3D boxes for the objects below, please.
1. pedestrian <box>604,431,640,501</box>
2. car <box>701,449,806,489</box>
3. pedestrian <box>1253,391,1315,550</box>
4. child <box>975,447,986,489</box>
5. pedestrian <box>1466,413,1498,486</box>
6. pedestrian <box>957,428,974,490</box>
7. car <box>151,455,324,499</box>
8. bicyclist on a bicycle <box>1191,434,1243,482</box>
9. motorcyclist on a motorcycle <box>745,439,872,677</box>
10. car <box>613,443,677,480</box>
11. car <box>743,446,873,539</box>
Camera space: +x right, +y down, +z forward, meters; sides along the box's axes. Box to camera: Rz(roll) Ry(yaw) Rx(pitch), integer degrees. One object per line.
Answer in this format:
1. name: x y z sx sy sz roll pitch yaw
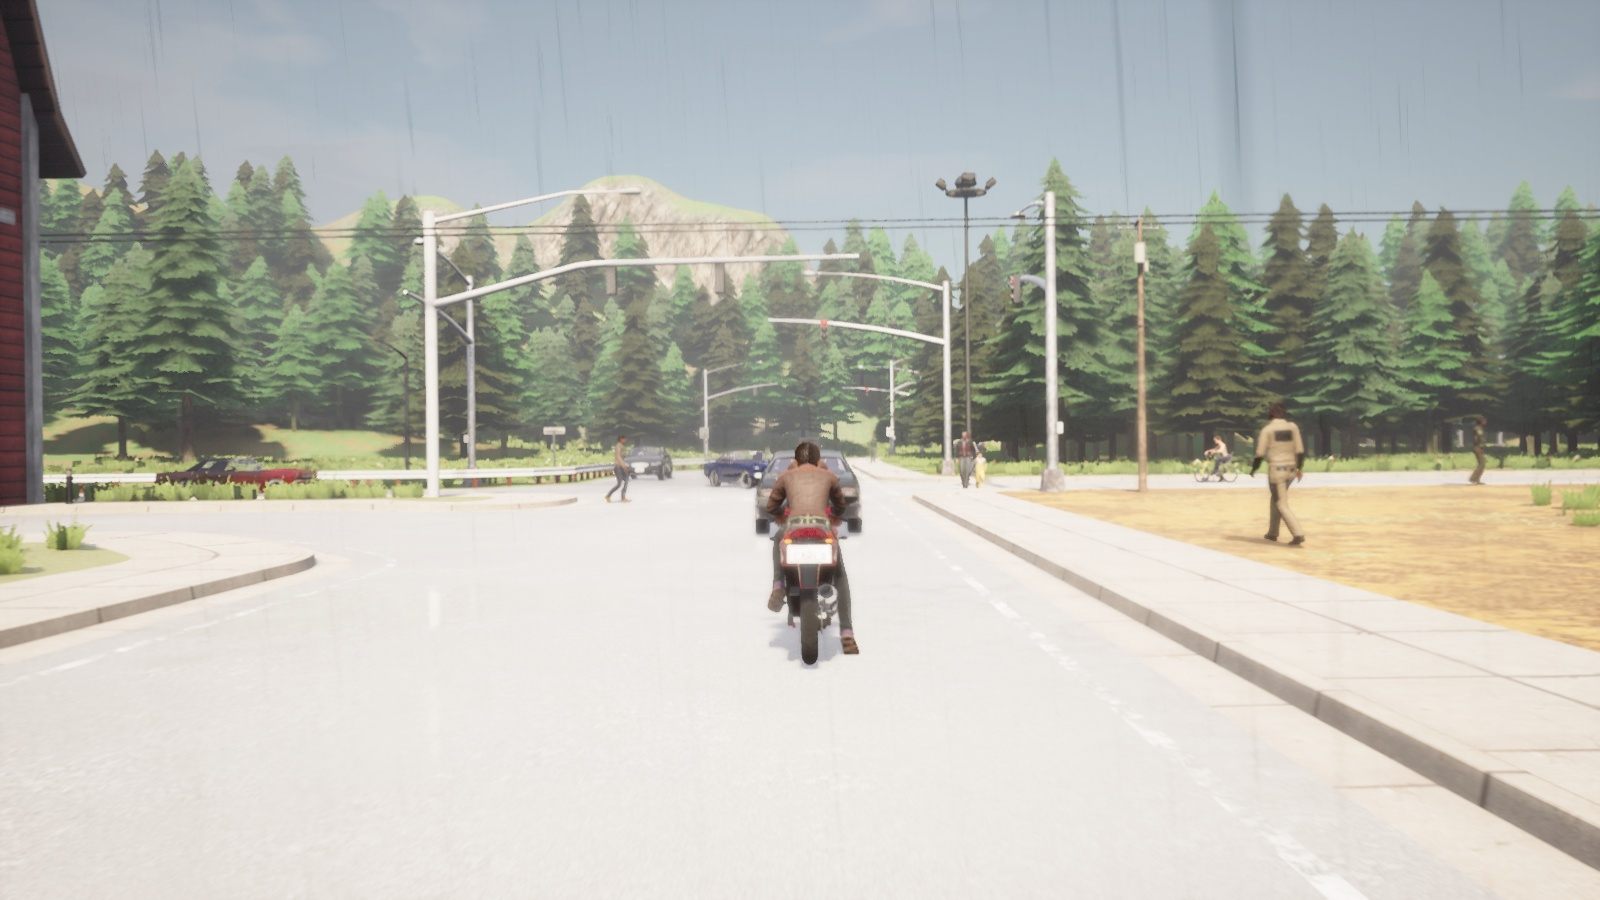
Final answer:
1. pedestrian: -4.640 0.418 32.731 0.869 1.805 0.328 -1 0 -3
2. car: -1.695 0.625 43.762 1.895 1.301 4.718 -1 0 -26
3. pedestrian: 6.001 0.244 15.587 0.396 1.930 0.692 -1 0 -11
4. child: 5.560 0.554 38.654 0.270 1.263 0.437 -1 0 2
5. pedestrian: 18.276 -0.010 33.658 0.692 1.930 0.395 -1 0 20
6. pedestrian: 4.990 0.274 37.881 0.376 1.854 0.720 -1 0 19
7. car: -18.083 0.859 40.501 4.718 1.301 1.895 -1 0 1
8. bicyclist on a bicycle: 14.332 0.279 43.196 1.509 1.612 0.866 -1 0 2
9. motorcyclist on a motorcycle: 0.061 0.688 9.100 0.797 1.523 2.044 -1 0 0
10. car: -6.652 0.460 54.463 2.128 1.511 4.902 -1 0 0
11. car: 0.150 0.666 22.393 2.033 1.411 5.357 -1 0 0
